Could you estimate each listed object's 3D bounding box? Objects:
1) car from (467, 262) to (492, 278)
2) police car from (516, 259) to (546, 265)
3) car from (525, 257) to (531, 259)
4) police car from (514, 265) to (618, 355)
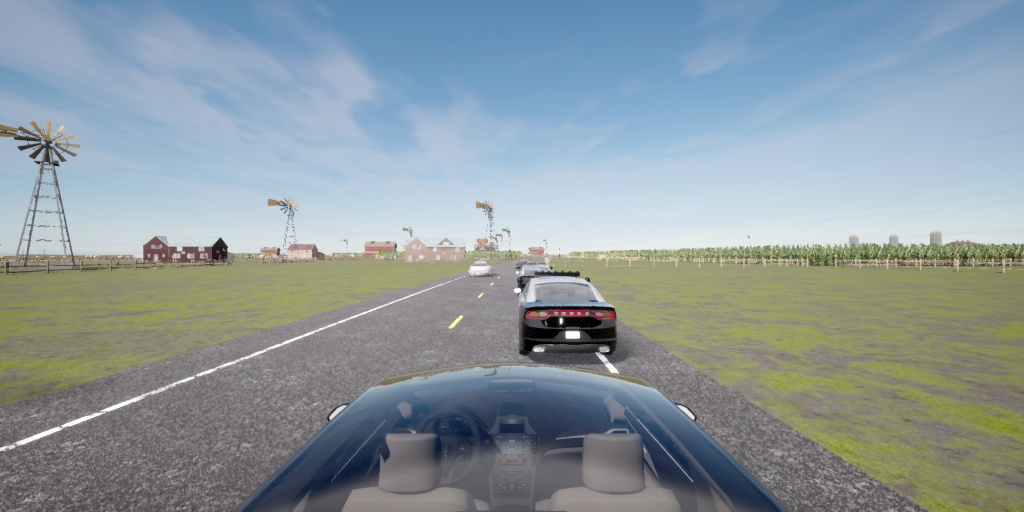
[{"bbox_3d":[-2.969,1.264,34.354,1.812,1.442,4.674,0,0,2],"label":"car"},{"bbox_3d":[1.230,1.173,18.820,1.930,1.638,5.238,0,0,1],"label":"police car"},{"bbox_3d":[1.606,1.209,53.957,2.128,1.511,4.902,0,0,4],"label":"car"},{"bbox_3d":[1.086,1.176,8.850,1.930,1.638,5.238,0,0,1],"label":"police car"}]
